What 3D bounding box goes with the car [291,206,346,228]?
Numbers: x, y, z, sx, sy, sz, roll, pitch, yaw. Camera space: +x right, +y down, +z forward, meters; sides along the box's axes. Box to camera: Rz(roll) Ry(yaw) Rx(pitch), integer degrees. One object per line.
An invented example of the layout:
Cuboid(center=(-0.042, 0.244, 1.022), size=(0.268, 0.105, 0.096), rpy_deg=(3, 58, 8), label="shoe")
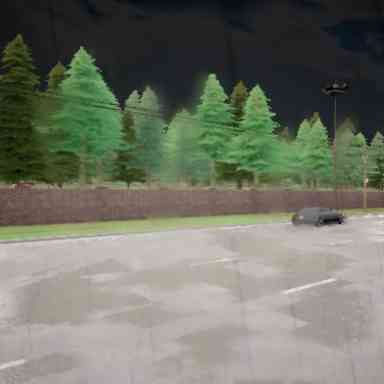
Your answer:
Cuboid(center=(8.784, 1.630, 22.905), size=(4.181, 1.385, 1.994), rpy_deg=(0, 0, -35), label="car")
